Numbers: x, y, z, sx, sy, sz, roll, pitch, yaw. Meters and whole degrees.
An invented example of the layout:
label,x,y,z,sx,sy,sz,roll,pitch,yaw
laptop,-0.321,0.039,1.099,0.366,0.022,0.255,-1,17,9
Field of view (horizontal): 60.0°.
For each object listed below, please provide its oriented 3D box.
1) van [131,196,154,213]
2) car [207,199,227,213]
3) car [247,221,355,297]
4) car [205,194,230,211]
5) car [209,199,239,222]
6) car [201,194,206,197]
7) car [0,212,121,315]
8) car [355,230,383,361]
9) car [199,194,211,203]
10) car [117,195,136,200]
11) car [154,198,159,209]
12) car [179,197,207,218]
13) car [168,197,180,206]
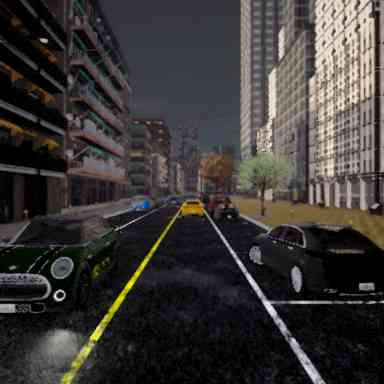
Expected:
label,x,y,z,sx,sy,sz,roll,pitch,yaw
van,-5.681,1.329,37.239,1.690,1.788,3.998,0,0,0
car,2.700,1.553,37.237,1.947,1.339,4.313,0,0,0
car,2.979,1.501,8.610,1.837,1.490,4.892,1,0,-7
car,2.699,1.303,31.715,2.192,1.841,5.009,0,0,0
car,2.698,1.540,26.191,2.008,1.369,4.403,0,0,0
car,2.704,1.566,64.852,1.947,1.339,4.313,0,0,0
car,-3.099,1.348,7.800,2.097,1.767,4.553,0,0,0
car,3.108,1.227,1.299,2.150,2.045,5.566,0,0,0
car,2.706,1.319,70.375,2.192,1.841,5.009,0,0,0
car,-16.410,1.355,83.360,4.403,1.369,2.008,1,-1,-1
car,-5.680,1.513,42.592,1.752,1.417,4.829,0,0,0
car,0.091,1.466,30.279,1.882,1.535,5.008,0,0,0
car,-2.996,1.520,56.157,1.812,1.442,4.674,0,0,0
